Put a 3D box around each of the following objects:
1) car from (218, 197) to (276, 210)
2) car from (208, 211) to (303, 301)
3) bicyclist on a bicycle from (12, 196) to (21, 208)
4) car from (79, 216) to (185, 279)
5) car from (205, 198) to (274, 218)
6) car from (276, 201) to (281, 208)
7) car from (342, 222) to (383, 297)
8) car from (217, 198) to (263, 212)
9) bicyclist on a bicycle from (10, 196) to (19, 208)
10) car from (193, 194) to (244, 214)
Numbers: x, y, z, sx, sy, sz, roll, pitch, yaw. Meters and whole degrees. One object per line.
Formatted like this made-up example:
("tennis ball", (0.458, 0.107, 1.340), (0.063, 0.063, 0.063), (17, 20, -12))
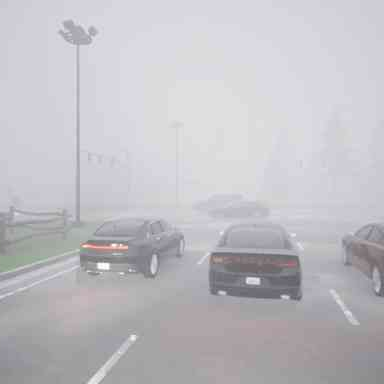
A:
("car", (4.890, 1.504, 30.843), (4.892, 1.490, 1.837), (0, 0, 2))
("car", (1.648, 1.478, 8.510), (1.882, 1.535, 5.008), (0, 0, 12))
("bicyclist on a bicycle", (-22.849, 1.302, 43.709), (0.582, 1.620, 1.656), (0, 0, -9))
("car", (-1.564, 1.505, 10.223), (1.837, 1.490, 4.892), (0, 0, 13))
("car", (3.822, 1.477, 27.368), (5.008, 1.535, 1.882), (0, 0, 1))
("car", (8.389, 1.477, 41.198), (5.008, 1.535, 1.882), (0, 0, 3))
("car", (5.204, 1.478, 8.389), (1.882, 1.535, 5.008), (0, 0, 12))
("car", (5.420, 1.477, 37.821), (5.008, 1.535, 1.882), (0, 0, 2))
("bicyclist on a bicycle", (-23.289, 1.302, 43.642), (0.582, 1.620, 1.656), (0, 0, -9))
("car", (2.864, 1.221, 34.408), (5.566, 2.045, 2.150), (0, 0, 1))
